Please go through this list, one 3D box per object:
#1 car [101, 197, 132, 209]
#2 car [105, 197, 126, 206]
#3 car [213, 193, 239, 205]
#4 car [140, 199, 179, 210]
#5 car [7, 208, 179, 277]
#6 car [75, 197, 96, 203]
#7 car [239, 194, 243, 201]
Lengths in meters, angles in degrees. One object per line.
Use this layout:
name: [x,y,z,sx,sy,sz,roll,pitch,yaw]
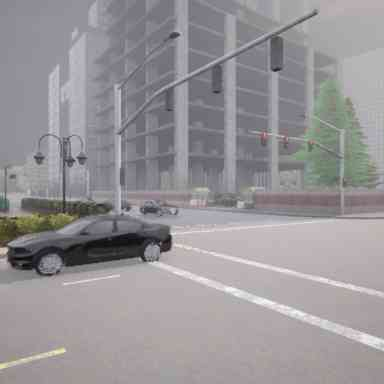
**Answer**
car: [-8.836,1.492,38.250,2.033,1.411,5.357,0,0,-36]
car: [-12.990,1.545,56.222,1.895,1.301,4.718,0,0,-36]
car: [5.043,1.114,53.485,1.905,1.878,3.866,0,0,-36]
car: [-3.046,1.436,30.283,2.128,1.511,4.902,0,0,-36]
car: [-2.972,1.479,10.474,5.008,1.535,1.882,0,0,-36]
car: [-14.948,1.449,46.689,1.837,1.490,4.892,0,0,-36]
car: [7.433,1.114,55.200,1.905,1.878,3.866,0,0,-36]
